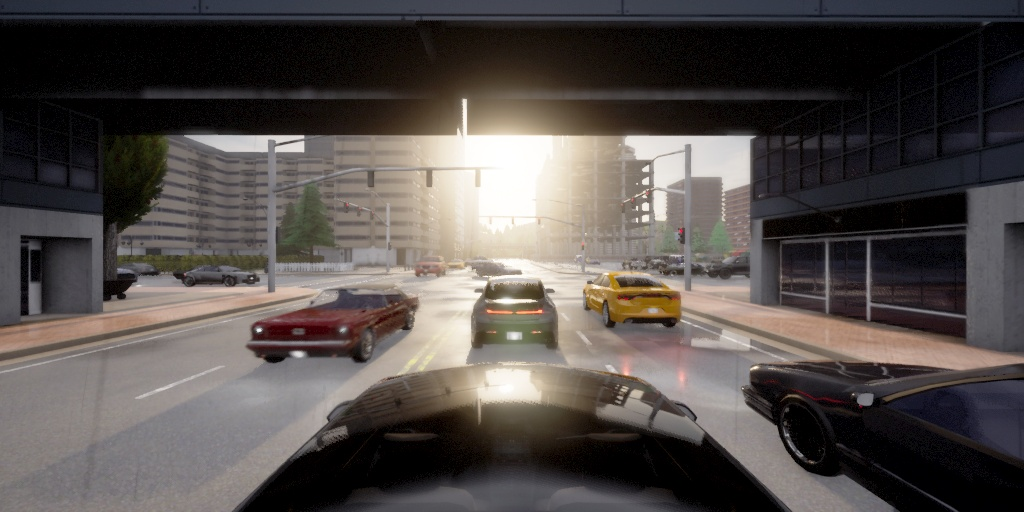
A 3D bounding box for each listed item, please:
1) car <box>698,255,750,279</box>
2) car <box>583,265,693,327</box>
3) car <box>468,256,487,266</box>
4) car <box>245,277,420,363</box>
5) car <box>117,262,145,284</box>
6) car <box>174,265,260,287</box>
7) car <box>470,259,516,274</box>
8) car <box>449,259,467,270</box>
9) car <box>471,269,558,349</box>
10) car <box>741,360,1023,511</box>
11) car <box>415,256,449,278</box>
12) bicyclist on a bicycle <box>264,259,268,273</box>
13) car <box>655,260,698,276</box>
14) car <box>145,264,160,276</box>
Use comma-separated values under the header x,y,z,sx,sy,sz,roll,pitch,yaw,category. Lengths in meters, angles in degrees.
x,y,z,sx,sy,sz,roll,pitch,yaw,category
19.895,0.971,31.400,5.566,2.045,2.150,0,0,1,car
3.575,1.228,11.533,1.882,1.535,5.008,0,0,0,car
-4.521,0.970,50.648,2.150,2.045,5.566,0,0,0,car
-3.604,1.351,8.258,1.895,1.301,4.718,0,0,0,car
-27.990,1.102,23.929,4.553,1.767,2.097,0,0,0,car
-19.383,1.314,23.971,4.181,1.385,1.994,0,0,0,car
-1.323,1.298,32.827,2.033,1.411,5.357,0,0,-39,car
-8.028,1.227,51.617,1.882,1.535,5.008,0,0,0,car
0.064,1.255,9.162,1.837,1.490,4.892,0,0,0,car
3.600,1.297,1.706,2.033,1.411,5.357,0,0,0,car
-7.734,0.974,34.501,2.150,2.045,5.566,0,0,-3,car
-26.006,1.051,38.419,0.582,1.620,1.656,0,0,0,bicyclist on a bicycle
16.882,1.351,34.938,4.718,1.301,1.895,0,0,0,car
-36.762,1.314,34.591,4.181,1.385,1.994,0,0,0,car
